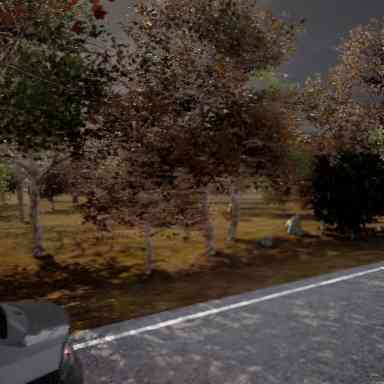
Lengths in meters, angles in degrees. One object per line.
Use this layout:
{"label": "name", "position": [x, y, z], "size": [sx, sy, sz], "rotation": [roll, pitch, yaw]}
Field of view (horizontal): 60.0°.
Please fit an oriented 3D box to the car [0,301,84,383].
{"label": "car", "position": [-3.127, 1.511, 1.756], "size": [4.892, 1.490, 1.837], "rotation": [-1, 1, -35]}
